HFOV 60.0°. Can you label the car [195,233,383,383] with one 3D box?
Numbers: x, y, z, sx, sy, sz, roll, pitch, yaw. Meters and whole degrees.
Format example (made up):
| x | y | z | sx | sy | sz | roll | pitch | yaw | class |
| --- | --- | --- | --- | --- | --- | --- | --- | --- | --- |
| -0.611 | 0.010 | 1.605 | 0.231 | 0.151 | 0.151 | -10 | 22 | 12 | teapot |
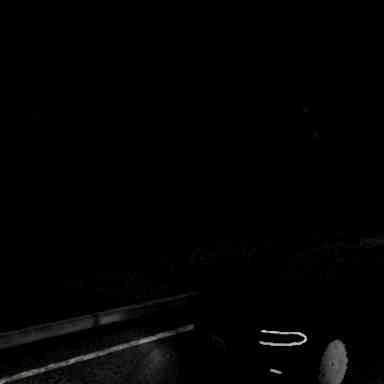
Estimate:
| x | y | z | sx | sy | sz | roll | pitch | yaw | class |
| --- | --- | --- | --- | --- | --- | --- | --- | --- | --- |
| 2.343 | 1.490 | 5.355 | 5.008 | 1.535 | 1.882 | 0 | 0 | -35 | car |
